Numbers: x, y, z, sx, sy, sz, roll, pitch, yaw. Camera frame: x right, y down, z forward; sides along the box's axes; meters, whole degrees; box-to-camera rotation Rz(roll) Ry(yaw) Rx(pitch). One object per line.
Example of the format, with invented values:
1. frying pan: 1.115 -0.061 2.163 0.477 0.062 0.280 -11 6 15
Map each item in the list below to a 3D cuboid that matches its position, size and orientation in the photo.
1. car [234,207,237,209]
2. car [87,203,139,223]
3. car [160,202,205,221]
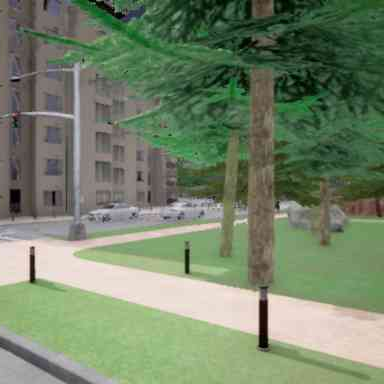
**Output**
1. car: 7.190 1.673 45.367 1.994 1.385 4.181 0 0 37
2. car: -6.356 1.637 27.260 1.812 1.442 4.674 0 0 36
3. car: -0.775 1.619 28.618 1.812 1.442 4.674 0 0 37
